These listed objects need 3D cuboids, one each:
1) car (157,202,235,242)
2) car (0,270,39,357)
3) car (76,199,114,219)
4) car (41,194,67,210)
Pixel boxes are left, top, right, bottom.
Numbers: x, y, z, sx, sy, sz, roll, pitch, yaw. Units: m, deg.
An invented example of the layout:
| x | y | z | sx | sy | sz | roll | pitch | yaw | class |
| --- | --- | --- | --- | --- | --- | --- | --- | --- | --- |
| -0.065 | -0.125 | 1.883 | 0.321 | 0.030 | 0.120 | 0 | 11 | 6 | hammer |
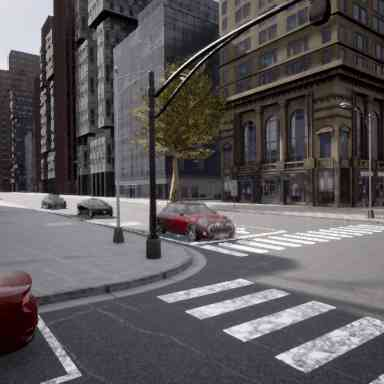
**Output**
| x | y | z | sx | sy | sz | roll | pitch | yaw | class |
| --- | --- | --- | --- | --- | --- | --- | --- | --- | --- |
| 0.075 | 1.322 | 16.526 | 2.097 | 1.767 | 4.553 | -1 | 1 | -34 | car |
| -4.175 | 1.545 | 3.660 | 4.507 | 1.381 | 1.887 | 0 | -1 | -36 | car |
| -8.330 | 1.328 | 28.311 | 1.882 | 1.535 | 5.008 | -1 | 1 | -36 | car |
| -16.407 | 1.090 | 39.476 | 2.097 | 1.767 | 4.553 | -1 | 1 | -36 | car |
